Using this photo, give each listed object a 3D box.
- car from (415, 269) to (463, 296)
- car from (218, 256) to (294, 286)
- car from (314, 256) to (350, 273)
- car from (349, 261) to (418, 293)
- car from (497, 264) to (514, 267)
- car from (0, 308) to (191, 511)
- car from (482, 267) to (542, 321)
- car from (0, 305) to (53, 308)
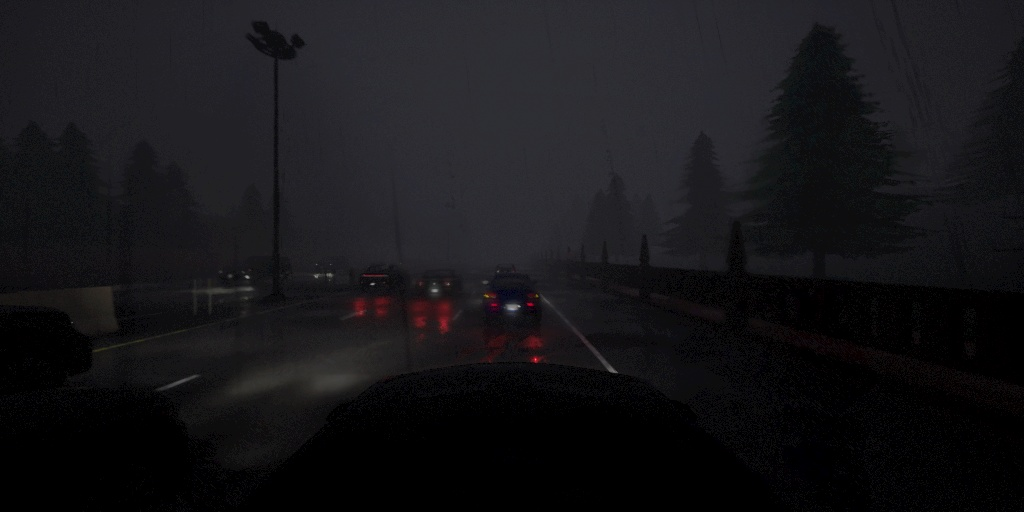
[{"bbox_3d":[-3.722,1.352,19.190,1.895,1.301,4.718,0,0,-2],"label":"car"},{"bbox_3d":[-18.103,0.976,25.740,2.150,2.045,5.566,0,0,-1],"label":"car"},{"bbox_3d":[-22.029,0.974,44.239,2.150,2.045,5.566,0,0,-1],"label":"car"},{"bbox_3d":[-7.277,1.243,20.969,2.128,1.511,4.902,0,0,-2],"label":"car"},{"bbox_3d":[-0.574,1.352,32.879,1.895,1.301,4.718,0,0,-1],"label":"car"},{"bbox_3d":[-3.403,1.242,0.752,2.128,1.511,4.902,0,0,0],"label":"car"},{"bbox_3d":[-0.039,1.276,12.352,1.812,1.442,4.674,0,0,-1],"label":"car"},{"bbox_3d":[-6.908,0.973,2.528,2.150,2.045,5.566,0,0,0],"label":"car"}]
